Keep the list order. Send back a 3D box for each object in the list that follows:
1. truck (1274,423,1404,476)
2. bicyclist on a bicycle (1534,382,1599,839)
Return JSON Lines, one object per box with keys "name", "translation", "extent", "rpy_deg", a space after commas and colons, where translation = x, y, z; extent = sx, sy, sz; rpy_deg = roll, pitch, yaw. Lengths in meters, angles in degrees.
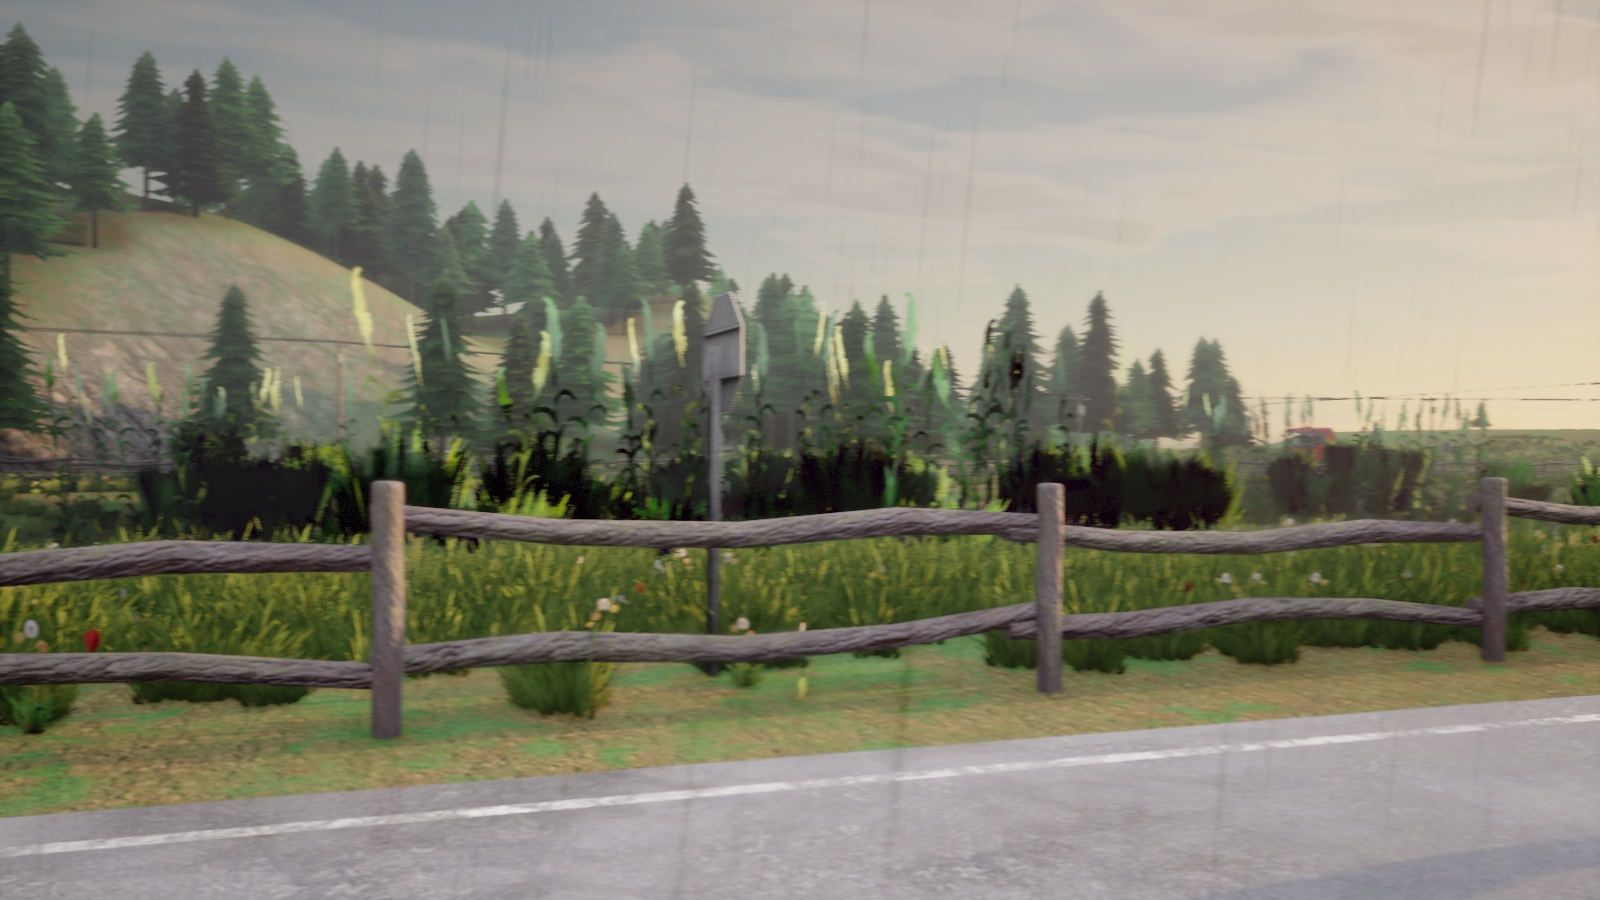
{"name": "truck", "translation": [36.100, -0.009, 84.105], "extent": [7.936, 3.462, 2.891], "rpy_deg": [0, 0, -16]}
{"name": "bicyclist on a bicycle", "translation": [3.991, 0.625, 5.135], "extent": [1.843, 1.776, 0.659], "rpy_deg": [0, 0, -19]}
